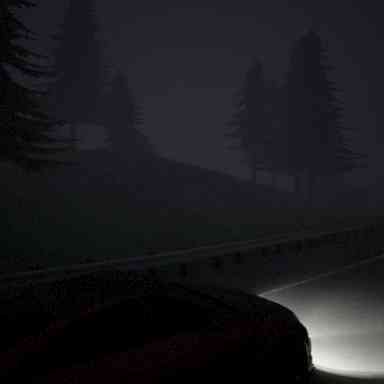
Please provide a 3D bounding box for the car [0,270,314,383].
[{"bbox_3d":[-0.630,1.570,3.485,4.181,1.385,1.994,0,0,-36],"label":"car"}]
